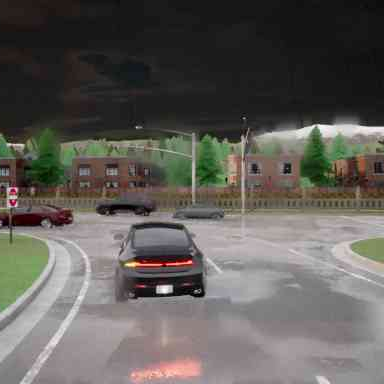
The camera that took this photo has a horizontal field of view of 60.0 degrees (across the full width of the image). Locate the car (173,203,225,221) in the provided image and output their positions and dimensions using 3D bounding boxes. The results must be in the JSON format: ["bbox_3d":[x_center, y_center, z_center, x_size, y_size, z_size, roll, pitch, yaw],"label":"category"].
[{"bbox_3d":[0.526,1.564,26.518,4.181,1.385,1.994,0,0,6],"label":"car"}]

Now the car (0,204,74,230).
[{"bbox_3d":[-9.872,1.477,20.570,5.008,1.535,1.882,0,0,6],"label":"car"}]

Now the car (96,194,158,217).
[{"bbox_3d":[-5.975,1.221,30.718,5.566,2.045,2.150,0,0,6],"label":"car"}]

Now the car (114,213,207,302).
[{"bbox_3d":[-0.885,1.505,8.386,1.837,1.490,4.892,0,0,-9],"label":"car"}]
